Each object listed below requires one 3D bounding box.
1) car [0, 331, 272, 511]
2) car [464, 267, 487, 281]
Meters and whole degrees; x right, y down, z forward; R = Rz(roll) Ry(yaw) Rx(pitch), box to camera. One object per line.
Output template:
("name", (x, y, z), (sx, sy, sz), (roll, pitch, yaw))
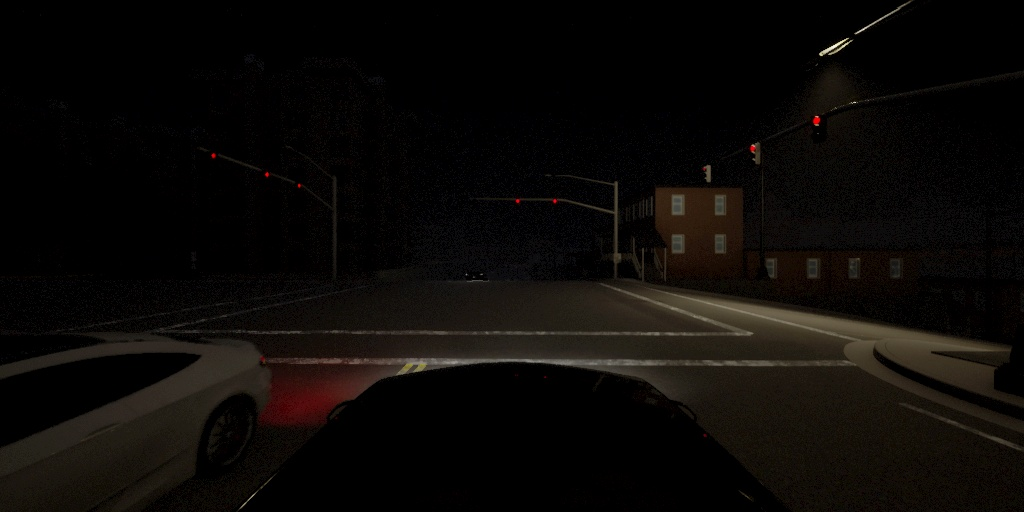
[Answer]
("car", (-3.495, 1.308, 2.036), (1.812, 1.442, 4.674), (0, 0, 0))
("car", (-3.476, 1.789, 35.005), (1.812, 1.442, 4.674), (0, -3, 0))
